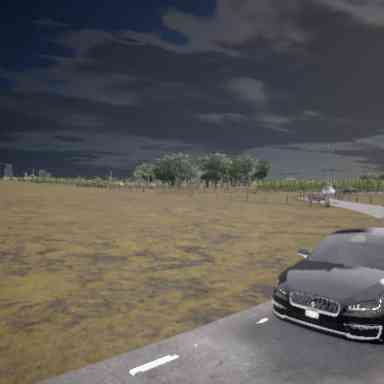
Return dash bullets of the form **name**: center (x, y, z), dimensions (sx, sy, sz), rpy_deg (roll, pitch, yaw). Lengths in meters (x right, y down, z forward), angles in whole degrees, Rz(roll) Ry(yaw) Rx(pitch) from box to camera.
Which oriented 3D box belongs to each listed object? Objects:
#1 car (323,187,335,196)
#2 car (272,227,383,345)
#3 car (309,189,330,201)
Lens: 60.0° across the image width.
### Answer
- **car**: center (31.643, -0.192, 77.090), dimensions (2.150, 2.045, 5.566), rpy_deg (0, 1, 34)
- **car**: center (3.411, 1.502, 6.459), dimensions (1.837, 1.490, 4.892), rpy_deg (0, 0, 45)
- **car**: center (20.484, 0.754, 54.392), dimensions (1.994, 1.385, 4.181), rpy_deg (0, 2, 8)
